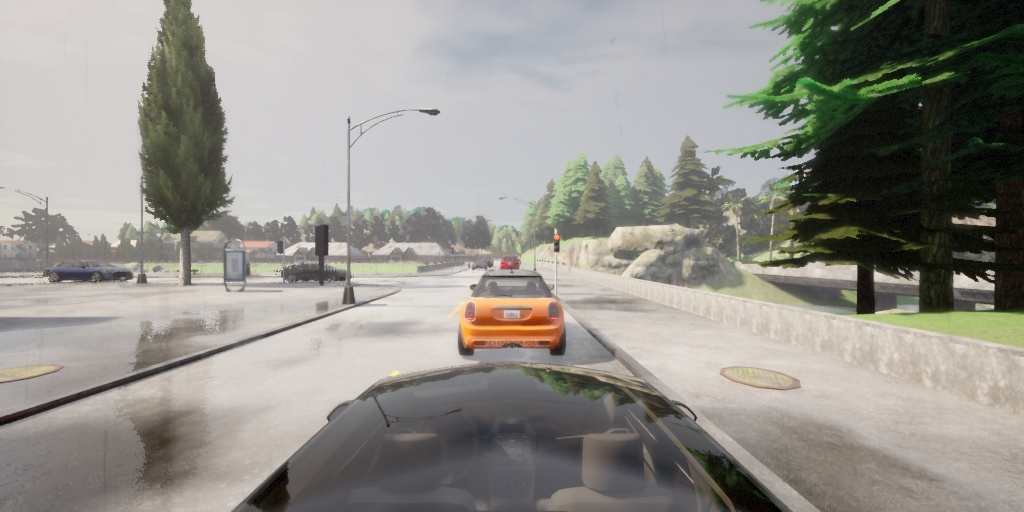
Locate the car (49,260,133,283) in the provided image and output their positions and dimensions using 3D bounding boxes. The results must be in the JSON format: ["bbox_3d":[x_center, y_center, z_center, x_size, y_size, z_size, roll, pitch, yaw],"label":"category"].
[{"bbox_3d":[-31.454,1.101,26.906,4.553,1.767,2.097,0,0,0],"label":"car"}]

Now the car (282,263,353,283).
[{"bbox_3d":[-14.618,1.254,27.043,4.892,1.490,1.837,0,0,0],"label":"car"}]

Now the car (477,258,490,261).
[{"bbox_3d":[-4.549,1.314,51.197,1.994,1.385,4.181,0,0,0],"label":"car"}]

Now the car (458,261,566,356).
[{"bbox_3d":[-0.003,1.102,8.792,2.097,1.767,4.553,0,0,0],"label":"car"}]

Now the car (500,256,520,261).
[{"bbox_3d":[-0.267,0.971,42.241,2.150,2.045,5.566,0,0,0],"label":"car"}]

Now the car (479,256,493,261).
[{"bbox_3d":[-4.622,0.971,60.793,2.150,2.045,5.566,0,0,0],"label":"car"}]
